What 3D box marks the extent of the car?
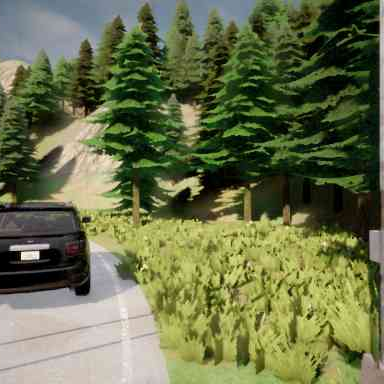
[{"bbox_3d":[-3.807,1.245,8.497,2.150,2.045,5.566,0,0,-20],"label":"car"}]
